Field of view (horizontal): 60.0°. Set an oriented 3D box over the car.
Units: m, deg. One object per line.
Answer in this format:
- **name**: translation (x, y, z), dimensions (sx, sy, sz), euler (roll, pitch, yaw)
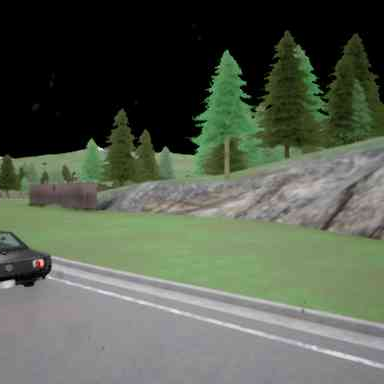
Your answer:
- **car**: translation (-5.458, 1.577, 8.135), dimensions (4.718, 1.301, 1.895), euler (0, 0, 39)
